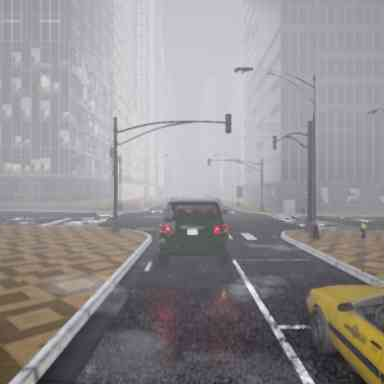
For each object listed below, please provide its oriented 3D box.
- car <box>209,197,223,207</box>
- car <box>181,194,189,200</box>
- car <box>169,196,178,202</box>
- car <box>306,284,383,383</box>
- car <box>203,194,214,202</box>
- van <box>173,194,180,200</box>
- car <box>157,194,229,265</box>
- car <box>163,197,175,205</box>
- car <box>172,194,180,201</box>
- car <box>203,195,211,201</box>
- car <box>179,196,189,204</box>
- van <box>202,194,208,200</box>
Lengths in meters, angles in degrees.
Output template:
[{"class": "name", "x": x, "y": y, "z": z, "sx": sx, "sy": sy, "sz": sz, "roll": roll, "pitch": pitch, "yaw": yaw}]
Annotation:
[{"class": "car", "x": 3.869, "y": 1.601, "z": 54.202, "sx": 1.947, "sy": 1.339, "sz": 4.313, "roll": 0, "pitch": 0, "yaw": 0}, {"class": "car", "x": -1.638, "y": 1.236, "z": 79.931, "sx": 1.895, "sy": 1.301, "sz": 4.718, "roll": 0, "pitch": 0, "yaw": 0}, {"class": "car", "x": -4.183, "y": 1.595, "z": 76.267, "sx": 1.947, "sy": 1.339, "sz": 4.313, "roll": 0, "pitch": 0, "yaw": 0}, {"class": "car", "x": 2.564, "y": 1.527, "z": 3.268, "sx": 1.752, "sy": 1.417, "sz": 4.829, "roll": 0, "pitch": 0, "yaw": 0}, {"class": "car", "x": 3.697, "y": 1.344, "z": 76.310, "sx": 2.192, "sy": 1.841, "sz": 5.009, "roll": 0, "pitch": 0, "yaw": 0}, {"class": "van", "x": -4.276, "y": 1.358, "z": 92.849, "sx": 1.690, "sy": 1.788, "sz": 3.998, "roll": 0, "pitch": 0, "yaw": 0}, {"class": "car", "x": 0.114, "y": 1.224, "z": 11.894, "sx": 2.150, "sy": 2.045, "sz": 5.566, "roll": 0, "pitch": 0, "yaw": 2}, {"class": "car", "x": -4.091, "y": 1.617, "z": 59.684, "sx": 1.802, "sy": 1.307, "sz": 4.206, "roll": 0, "pitch": 0, "yaw": 0}, {"class": "car", "x": -4.245, "y": 1.461, "z": 87.322, "sx": 1.967, "sy": 1.590, "sz": 4.097, "roll": 0, "pitch": 0, "yaw": 0}, {"class": "car", "x": 3.666, "y": 1.465, "z": 81.839, "sx": 1.967, "sy": 1.590, "sz": 4.097, "roll": 0, "pitch": 0, "yaw": 0}, {"class": "car", "x": -1.574, "y": 1.559, "z": 64.602, "sx": 1.812, "sy": 1.442, "sz": 4.674, "roll": 0, "pitch": 0, "yaw": 0}, {"class": "van", "x": 3.604, "y": 1.359, "z": 92.893, "sx": 1.690, "sy": 1.788, "sz": 3.998, "roll": 0, "pitch": 0, "yaw": 0}]
